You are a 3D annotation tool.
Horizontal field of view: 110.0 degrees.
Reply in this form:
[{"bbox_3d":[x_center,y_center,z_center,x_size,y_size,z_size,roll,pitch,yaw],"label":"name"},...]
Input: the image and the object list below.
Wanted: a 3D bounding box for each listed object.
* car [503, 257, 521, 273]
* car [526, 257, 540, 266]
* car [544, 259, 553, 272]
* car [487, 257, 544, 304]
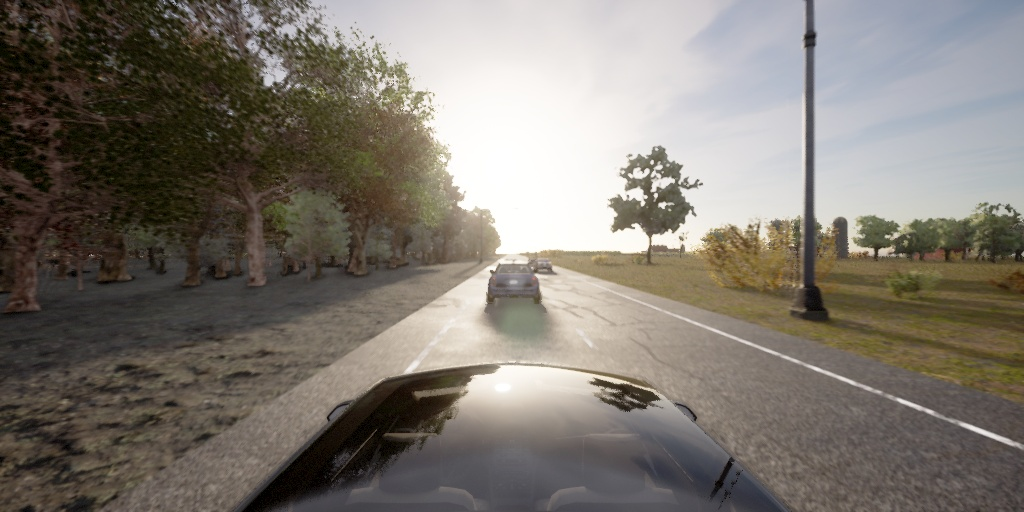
[{"bbox_3d":[-0.016,0.954,38.520,1.837,1.490,4.892,0,1,0],"label":"car"},{"bbox_3d":[3.394,0.869,58.361,1.895,1.301,4.718,0,1,0],"label":"car"},{"bbox_3d":[3.394,0.977,39.560,2.033,1.411,5.357,0,1,0],"label":"car"},{"bbox_3d":[0.061,0.989,15.820,2.097,1.767,4.553,0,0,0],"label":"car"}]
